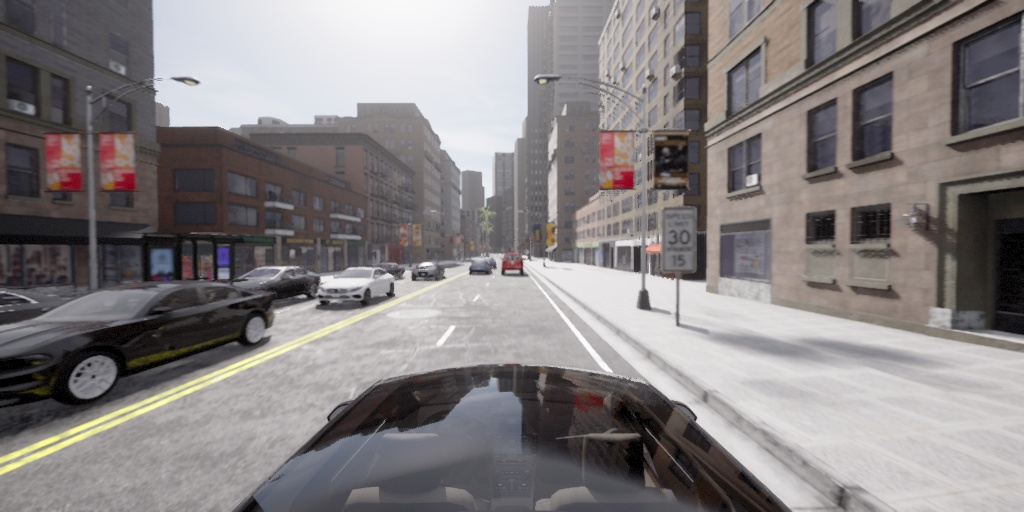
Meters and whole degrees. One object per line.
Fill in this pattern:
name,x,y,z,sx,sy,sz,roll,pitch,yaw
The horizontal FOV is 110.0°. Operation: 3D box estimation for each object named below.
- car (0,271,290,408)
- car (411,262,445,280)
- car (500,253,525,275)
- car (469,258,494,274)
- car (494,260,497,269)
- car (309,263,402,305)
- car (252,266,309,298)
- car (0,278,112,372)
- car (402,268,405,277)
car,-6.592,1.216,6.490,1.882,1.535,5.008,0,0,0
car,-6.557,1.148,28.350,1.994,1.385,4.181,0,0,-1
car,0.044,0.736,35.178,2.150,2.045,5.566,0,0,0
car,-3.198,1.083,36.168,1.994,1.385,4.181,0,0,0
car,-3.148,0.958,49.301,1.812,1.442,4.674,0,0,1
car,-6.565,1.198,15.709,1.812,1.442,4.674,0,0,0
car,-9.830,1.182,14.823,2.128,1.511,4.902,0,0,0
car,-9.843,1.249,5.418,2.128,1.511,4.902,0,0,0
car,-9.803,1.202,27.501,1.895,1.301,4.718,0,0,1
